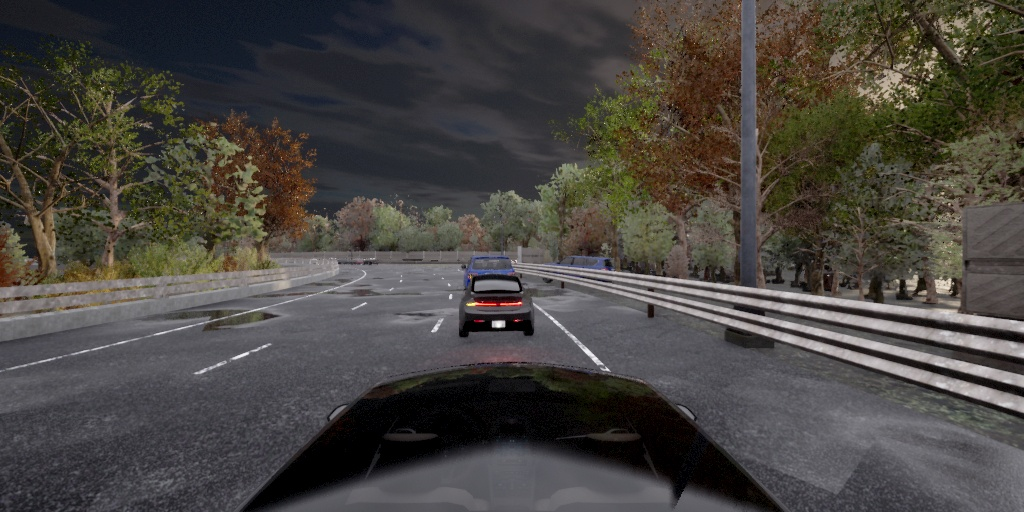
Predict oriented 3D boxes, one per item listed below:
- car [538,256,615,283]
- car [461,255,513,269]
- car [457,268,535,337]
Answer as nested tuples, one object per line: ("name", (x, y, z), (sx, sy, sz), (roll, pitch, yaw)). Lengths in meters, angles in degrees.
("car", (4.596, 1.003, 25.673), (5.566, 2.045, 2.150), (5, 1, 36))
("car", (-1.167, 0.977, 17.004), (2.150, 2.045, 5.566), (0, 0, -9))
("car", (-0.520, 1.258, 10.329), (1.837, 1.490, 4.892), (0, 0, -5))
